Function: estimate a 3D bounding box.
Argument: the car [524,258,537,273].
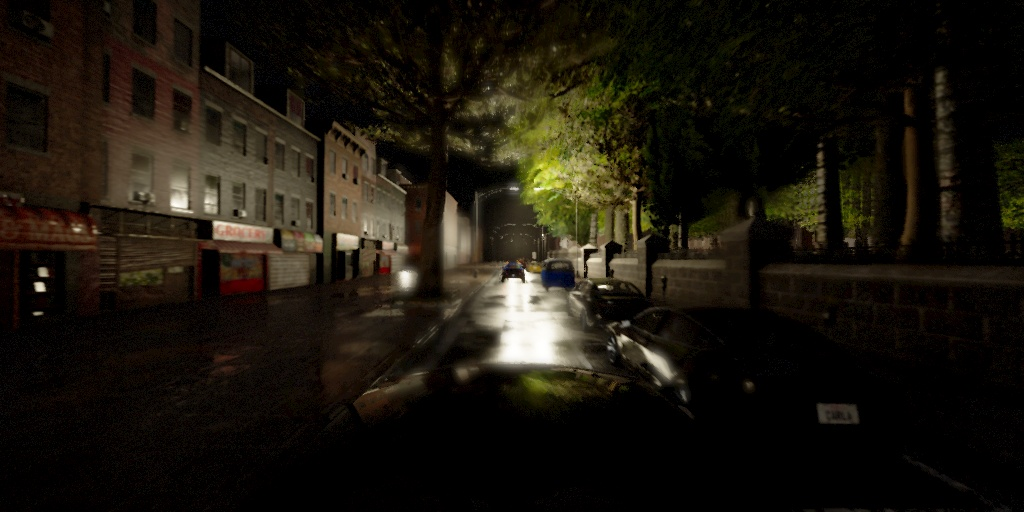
[{"bbox_3d":[2.633,1.322,43.304,1.751,1.417,4.829,0,0,0],"label":"car"}]

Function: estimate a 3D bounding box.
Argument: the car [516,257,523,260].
[{"bbox_3d":[0.095,1.278,45.040,1.882,1.535,5.008,0,0,0],"label":"car"}]

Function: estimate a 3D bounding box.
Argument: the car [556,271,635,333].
[{"bbox_3d":[2.637,1.304,10.438,2.007,1.370,4.403,0,0,0],"label":"car"}]

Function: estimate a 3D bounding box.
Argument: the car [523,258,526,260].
[{"bbox_3d":[2.632,1.404,54.032,1.802,1.307,4.207,0,0,0],"label":"car"}]

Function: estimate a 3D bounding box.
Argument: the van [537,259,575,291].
[{"bbox_3d":[2.636,1.104,21.337,1.690,1.789,3.998,0,0,0],"label":"van"}]

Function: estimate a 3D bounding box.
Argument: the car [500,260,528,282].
[{"bbox_3d":[0.098,1.299,29.451,1.812,1.442,4.674,0,0,0],"label":"car"}]

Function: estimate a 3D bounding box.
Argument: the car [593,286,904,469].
[{"bbox_3d":[2.638,1.317,4.989,1.948,1.339,4.313,0,0,0],"label":"car"}]
